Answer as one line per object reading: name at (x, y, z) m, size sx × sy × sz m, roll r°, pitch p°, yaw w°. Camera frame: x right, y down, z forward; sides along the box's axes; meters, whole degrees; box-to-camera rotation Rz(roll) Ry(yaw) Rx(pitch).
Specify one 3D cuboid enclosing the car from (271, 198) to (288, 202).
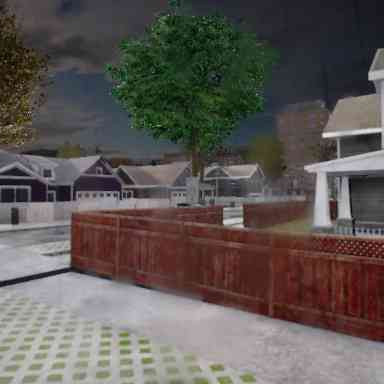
car at (12.471, 1.629, 47.387) m, size 2.033 × 1.411 × 5.357 m, roll -1°, pitch 0°, yaw 36°

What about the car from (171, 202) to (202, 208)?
car at (-0.611, 1.584, 29.198) m, size 1.812 × 1.442 × 4.674 m, roll -1°, pitch 0°, yaw 36°
